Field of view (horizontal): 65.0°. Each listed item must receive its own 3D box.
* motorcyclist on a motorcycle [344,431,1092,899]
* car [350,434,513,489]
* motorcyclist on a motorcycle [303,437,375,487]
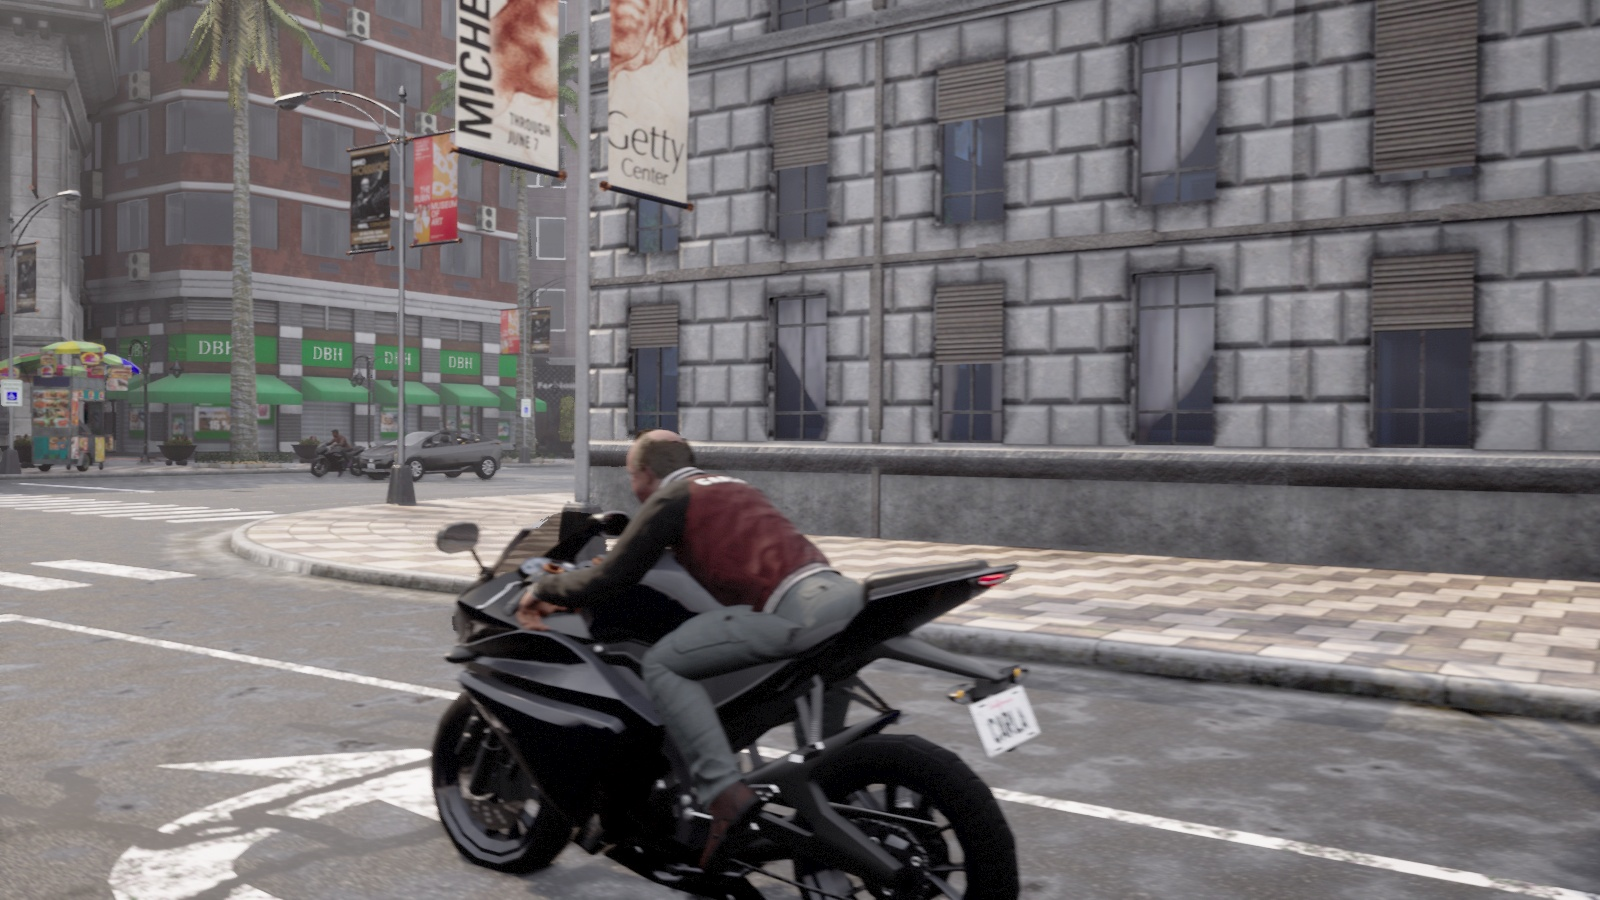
[{"bbox_3d":[-0.320,0.720,3.836,2.191,1.530,0.866,0,1,34],"label":"motorcyclist on a motorcycle"},{"bbox_3d":[-11.155,0.305,38.308,2.007,1.525,4.514,0,1,34],"label":"car"},{"bbox_3d":[-14.489,0.360,39.524,0.797,1.523,2.044,0,1,34],"label":"motorcyclist on a motorcycle"}]
